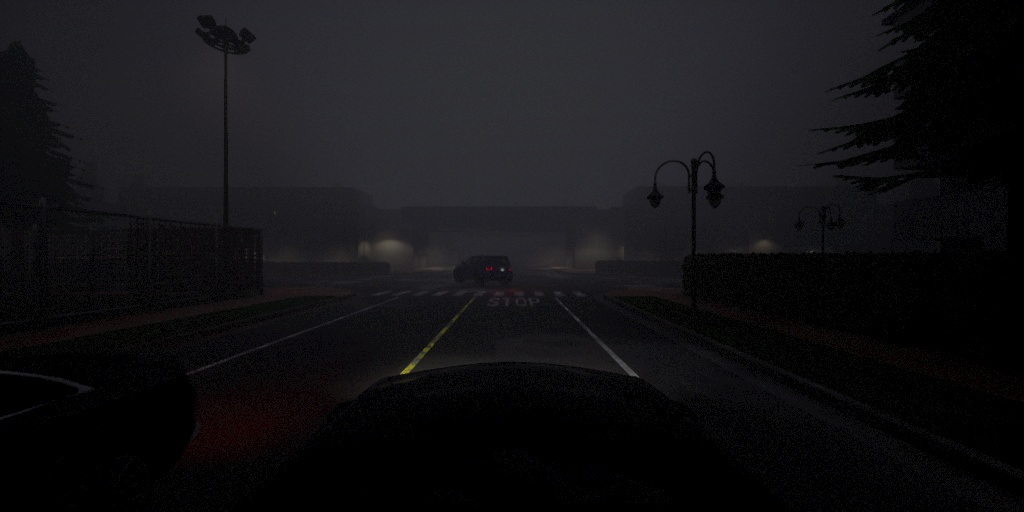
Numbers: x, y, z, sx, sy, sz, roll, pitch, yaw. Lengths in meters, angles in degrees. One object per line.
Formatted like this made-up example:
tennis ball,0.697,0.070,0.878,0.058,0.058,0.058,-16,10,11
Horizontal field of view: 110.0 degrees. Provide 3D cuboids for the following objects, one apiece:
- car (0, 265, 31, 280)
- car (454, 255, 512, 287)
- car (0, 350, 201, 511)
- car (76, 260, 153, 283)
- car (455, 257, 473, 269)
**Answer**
car,-35.532,1.234,24.107,5.008,1.535,1.882,0,0,1
car,-2.143,0.978,25.380,2.150,2.045,5.566,1,-1,-34
car,-3.591,1.242,0.969,2.128,1.511,4.902,0,0,1
car,-30.278,1.108,27.520,4.553,1.767,2.097,0,0,1
car,-7.364,1.098,55.557,2.097,1.767,4.553,0,0,1
